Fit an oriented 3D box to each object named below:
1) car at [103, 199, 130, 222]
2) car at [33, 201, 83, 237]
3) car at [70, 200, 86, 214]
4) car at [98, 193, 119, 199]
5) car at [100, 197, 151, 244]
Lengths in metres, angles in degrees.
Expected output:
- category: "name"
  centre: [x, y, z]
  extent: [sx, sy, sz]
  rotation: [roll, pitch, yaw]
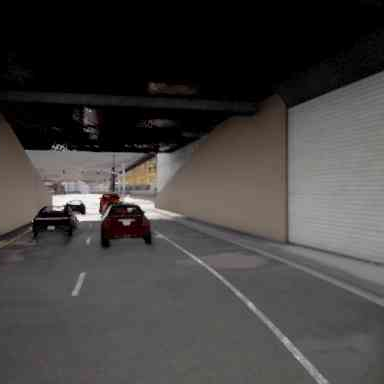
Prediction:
- category: "car"
  centre: [-6.266, 1.435, 27.097]
  extent: [1.882, 1.535, 5.008]
  rotation: [0, 0, -16]
- category: "car"
  centre: [-7.363, 1.477, 18.186]
  extent: [2.128, 1.511, 4.902]
  rotation: [0, 0, -15]
- category: "car"
  centre: [-12.037, 1.529, 34.441]
  extent: [1.994, 1.385, 4.181]
  rotation: [0, 0, -16]
- category: "car"
  centre: [-9.043, 1.167, 36.686]
  extent: [2.150, 2.045, 5.566]
  rotation: [0, 0, -16]
- category: "car"
  centre: [-3.270, 1.325, 15.996]
  extent: [2.097, 1.767, 4.553]
  rotation: [0, 0, -15]
